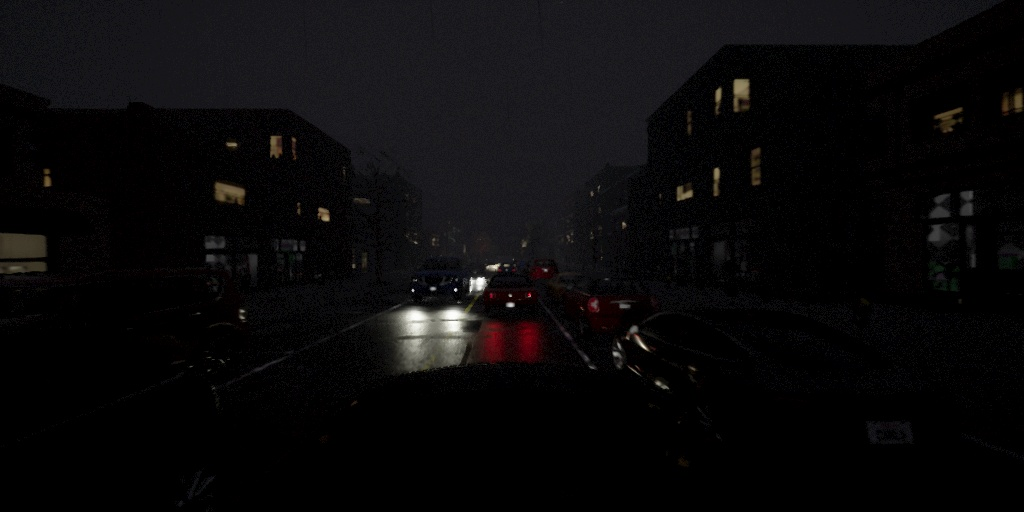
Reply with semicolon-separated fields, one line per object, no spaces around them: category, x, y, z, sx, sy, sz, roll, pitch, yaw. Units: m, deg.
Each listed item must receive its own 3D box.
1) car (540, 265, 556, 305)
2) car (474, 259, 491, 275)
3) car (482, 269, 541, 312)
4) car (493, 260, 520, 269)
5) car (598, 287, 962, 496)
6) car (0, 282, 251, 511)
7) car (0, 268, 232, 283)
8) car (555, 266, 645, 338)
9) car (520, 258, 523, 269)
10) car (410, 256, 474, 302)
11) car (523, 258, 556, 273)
car;2.474;1.287;15.905;1.751;1.417;4.829;0;0;-1
car;-3.612;1.359;37.404;2.128;1.511;4.902;0;0;-1
car;-0.093;1.377;14.412;1.895;1.301;4.718;0;0;-1
car;-0.520;1.374;36.277;2.033;1.411;5.357;0;0;-1
car;2.676;1.302;4.640;1.948;1.339;4.313;0;0;-1
car;-3.114;1.120;0.694;2.097;1.767;4.553;0;0;0
car;-5.702;1.110;4.487;2.192;1.841;5.009;0;0;-1
car;2.577;1.189;10.187;1.967;1.591;4.097;0;0;-1
car;2.078;1.251;37.924;1.967;1.591;4.097;0;0;-1
car;-3.361;1.029;17.827;2.150;2.045;5.566;0;0;-1
car;2.277;1.101;26.829;2.192;1.841;5.009;0;0;-1
